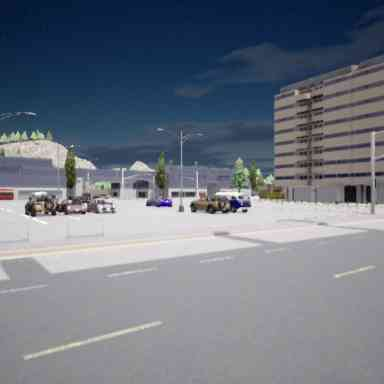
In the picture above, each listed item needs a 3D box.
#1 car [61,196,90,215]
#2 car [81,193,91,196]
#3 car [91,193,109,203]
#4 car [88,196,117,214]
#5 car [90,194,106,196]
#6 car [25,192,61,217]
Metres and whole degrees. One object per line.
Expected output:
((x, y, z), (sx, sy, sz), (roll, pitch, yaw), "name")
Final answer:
((-11.321, 1.381, 31.187), (1.784, 1.438, 3.905), (0, 0, -35), "car")
((-20.746, 1.172, 64.370), (1.905, 1.878, 3.866), (0, 0, -35), "car")
((-18.346, 1.170, 65.990), (1.932, 1.855, 4.605), (0, 0, -35), "car")
((-8.952, 1.413, 32.851), (1.970, 1.475, 3.806), (0, 0, -35), "car")
((-12.916, 1.413, 48.523), (1.970, 1.475, 3.806), (0, 0, -35), "car")
((-13.487, 1.171, 29.603), (1.932, 1.855, 4.605), (0, 0, -35), "car")
